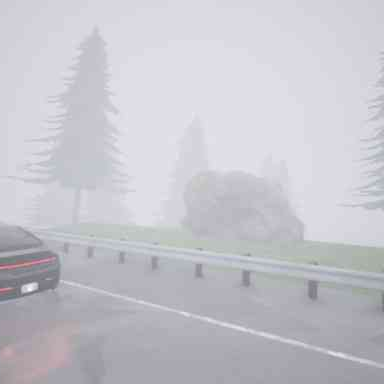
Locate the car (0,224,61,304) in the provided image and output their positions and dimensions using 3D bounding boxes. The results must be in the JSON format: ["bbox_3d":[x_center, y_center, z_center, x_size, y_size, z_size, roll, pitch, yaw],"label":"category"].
[{"bbox_3d":[-4.917,1.474,7.411,4.892,1.490,1.837,0,0,35],"label":"car"}]
